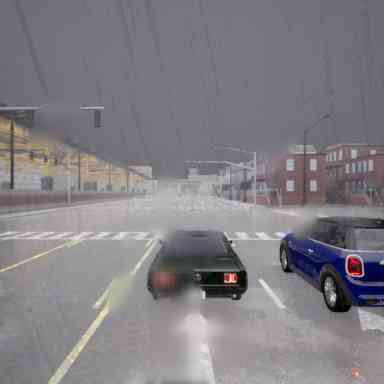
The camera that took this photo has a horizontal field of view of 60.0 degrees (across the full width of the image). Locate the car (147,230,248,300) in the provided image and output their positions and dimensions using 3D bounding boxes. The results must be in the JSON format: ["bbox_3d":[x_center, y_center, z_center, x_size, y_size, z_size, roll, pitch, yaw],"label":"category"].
[{"bbox_3d":[0.100,1.601,8.317,1.895,1.301,4.718,0,0,0],"label":"car"}]

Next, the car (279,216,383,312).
[{"bbox_3d":[3.599,1.352,7.861,2.097,1.767,4.553,0,0,-1],"label":"car"}]
